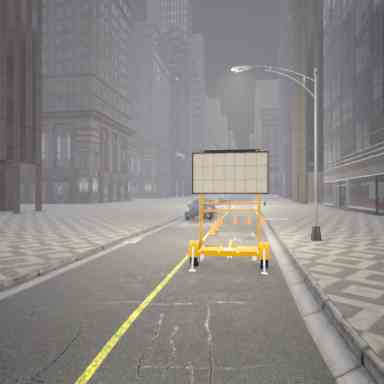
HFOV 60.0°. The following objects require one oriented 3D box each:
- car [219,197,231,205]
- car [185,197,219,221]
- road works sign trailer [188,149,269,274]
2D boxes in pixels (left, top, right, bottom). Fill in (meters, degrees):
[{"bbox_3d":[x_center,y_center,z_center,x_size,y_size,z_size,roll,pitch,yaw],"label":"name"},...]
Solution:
[{"bbox_3d":[5.245,1.459,53.670,1.994,1.385,4.181,0,0,9],"label":"car"},{"bbox_3d":[0.752,1.329,26.933,2.097,1.767,4.553,0,0,9],"label":"car"},{"bbox_3d":[1.215,0.459,10.625,2.380,3.560,2.880,0,0,9],"label":"road works sign trailer"}]
